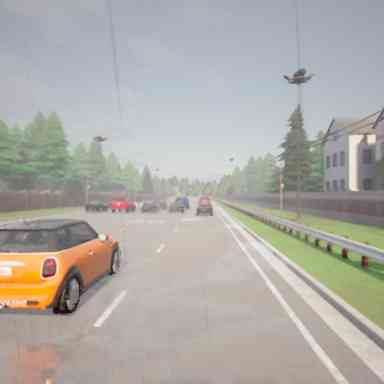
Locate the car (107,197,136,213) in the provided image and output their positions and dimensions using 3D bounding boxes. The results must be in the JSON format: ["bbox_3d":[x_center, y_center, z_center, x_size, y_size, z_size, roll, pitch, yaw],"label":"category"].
[{"bbox_3d":[-8.939,1.624,43.571,2.150,2.045,5.566,0,-1,2],"label":"car"}]

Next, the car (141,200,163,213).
[{"bbox_3d":[-5.443,1.901,43.404,2.128,1.511,4.902,0,-1,2],"label":"car"}]

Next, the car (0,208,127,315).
[{"bbox_3d":[-3.203,1.422,7.920,2.097,1.767,4.553,0,-1,2],"label":"car"}]

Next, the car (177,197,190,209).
[{"bbox_3d":[-1.544,1.740,53.714,2.150,2.045,5.566,0,-1,2],"label":"car"}]

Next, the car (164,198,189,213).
[{"bbox_3d":[-1.946,1.908,43.270,2.128,1.511,4.902,0,-1,2],"label":"car"}]

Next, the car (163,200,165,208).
[{"bbox_3d":[-5.043,2.003,53.816,2.128,1.511,4.902,0,-1,2],"label":"car"}]

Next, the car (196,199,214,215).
[{"bbox_3d":[1.495,1.875,39.050,2.128,1.511,4.902,0,-1,2],"label":"car"}]

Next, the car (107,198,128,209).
[{"bbox_3d":[-12.039,1.849,54.056,2.097,1.767,4.553,0,-1,2],"label":"car"}]

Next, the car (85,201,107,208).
[{"bbox_3d":[-12.438,1.873,43.673,1.882,1.535,5.008,0,-1,2],"label":"car"}]

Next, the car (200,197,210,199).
[{"bbox_3d":[2.152,1.773,56.182,2.150,2.045,5.566,0,0,2],"label":"car"}]
